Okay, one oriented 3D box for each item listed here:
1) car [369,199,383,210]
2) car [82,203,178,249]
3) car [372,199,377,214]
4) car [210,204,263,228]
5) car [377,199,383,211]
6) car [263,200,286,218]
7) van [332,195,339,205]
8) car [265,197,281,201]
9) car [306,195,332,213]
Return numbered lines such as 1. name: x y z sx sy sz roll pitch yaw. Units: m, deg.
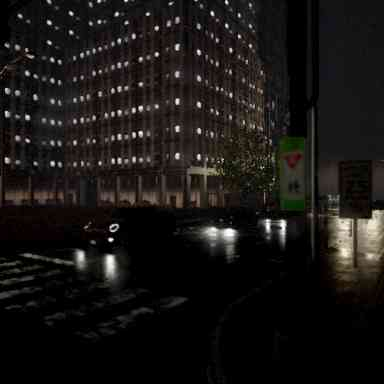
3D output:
1. car: 26.071 1.678 46.317 2.008 1.369 4.403 0 0 35
2. car: -2.612 1.389 14.868 2.097 1.767 4.553 0 0 35
3. car: 16.472 1.621 32.383 1.752 1.417 4.829 0 0 35
4. car: 2.992 1.632 23.017 1.994 1.385 4.181 0 0 34
5. car: 22.840 1.684 41.626 1.947 1.339 4.313 0 0 35
6. car: 8.661 1.696 31.235 1.895 1.301 4.718 0 0 35
7. van: 25.635 1.502 60.458 1.690 1.788 3.998 0 0 35
8. car: 9.474 1.428 36.998 2.192 1.841 5.009 0 0 35
9. car: 14.708 1.340 39.940 2.150 2.045 5.566 0 0 35
